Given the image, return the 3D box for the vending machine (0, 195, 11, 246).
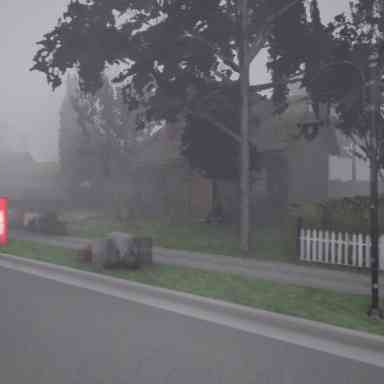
[{"bbox_3d":[-8.414,1.205,14.023,0.880,2.100,1.100,-1,0,36],"label":"vending machine"}]
